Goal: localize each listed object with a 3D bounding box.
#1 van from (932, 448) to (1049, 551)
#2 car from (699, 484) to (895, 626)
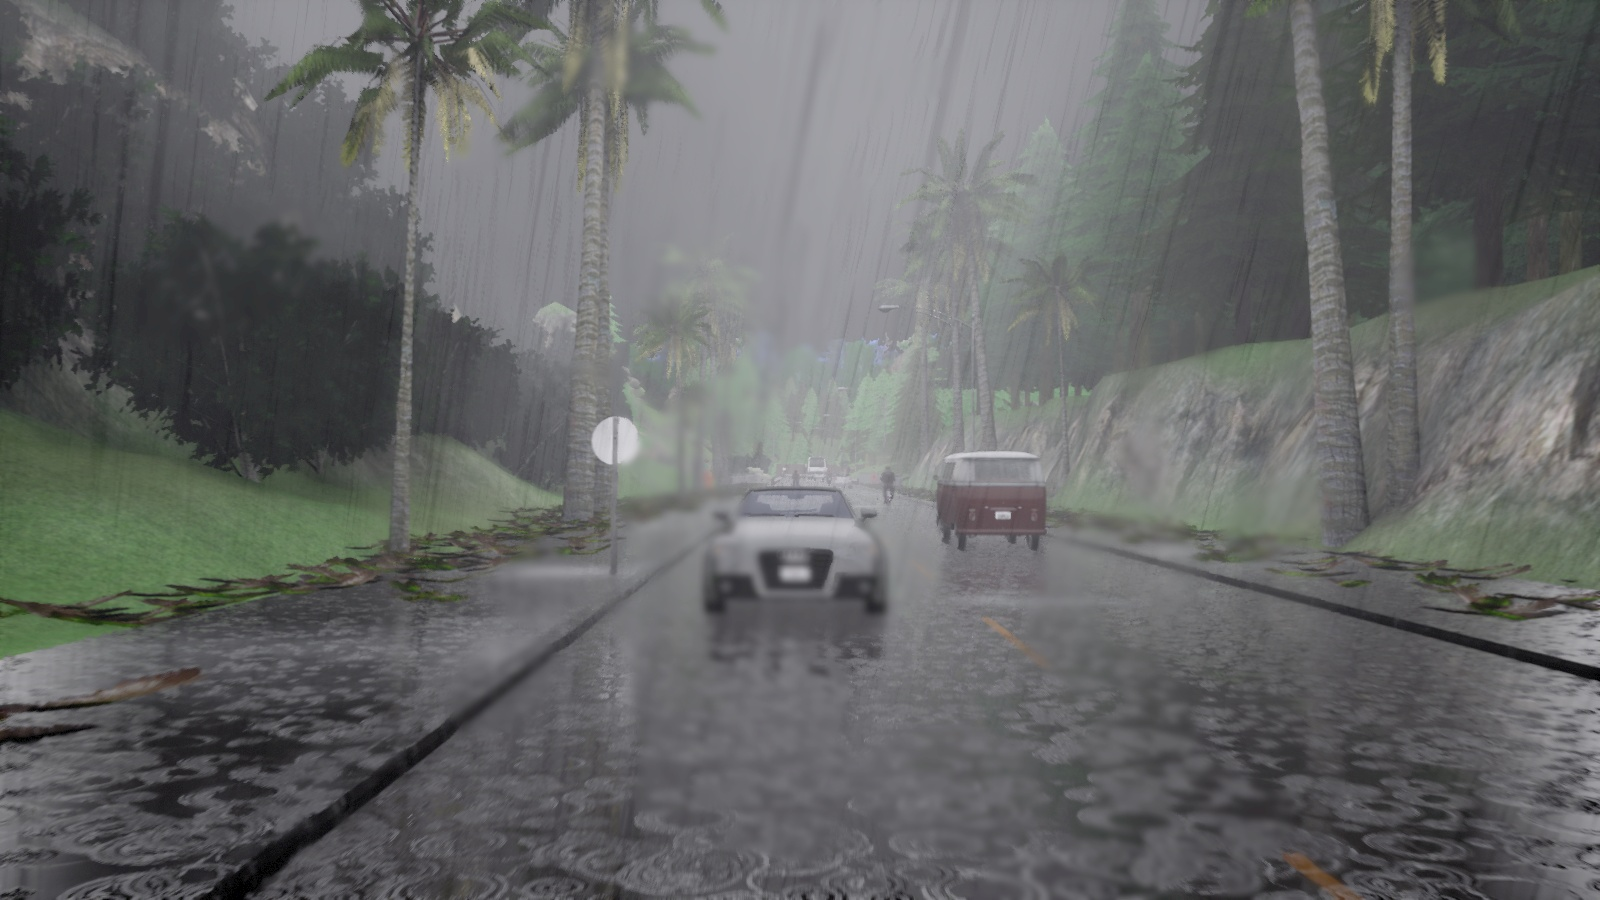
[{"bbox_3d":[3.927,0.998,26.579,1.775,1.987,4.442,0,-1,0],"label":"van"},{"bbox_3d":[-0.040,1.128,14.891,1.994,1.385,4.181,0,-1,0],"label":"car"}]
